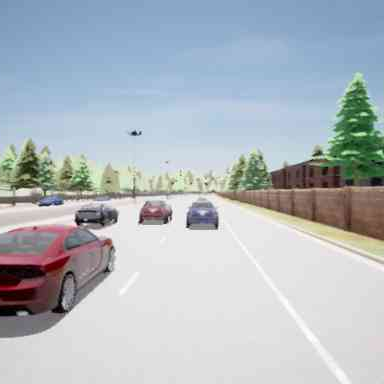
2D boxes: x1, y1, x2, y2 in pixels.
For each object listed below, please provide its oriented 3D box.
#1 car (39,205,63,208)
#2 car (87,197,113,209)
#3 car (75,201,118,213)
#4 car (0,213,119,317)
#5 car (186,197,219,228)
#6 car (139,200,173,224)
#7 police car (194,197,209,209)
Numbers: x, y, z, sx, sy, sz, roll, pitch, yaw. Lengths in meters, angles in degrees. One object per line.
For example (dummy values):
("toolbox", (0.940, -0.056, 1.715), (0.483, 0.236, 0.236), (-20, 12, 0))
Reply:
("car", (-19.718, 1.438, 46.744), (1.882, 1.535, 5.008), (0, 0, 2))
("car", (-12.639, 1.485, 46.197), (2.128, 1.511, 4.902), (0, 0, 2))
("car", (-6.272, 1.488, 22.355), (2.128, 1.511, 4.902), (0, 0, 2))
("car", (-3.185, 1.472, 7.615), (1.882, 1.535, 5.008), (0, 0, 1))
("car", (0.717, 1.380, 22.707), (2.097, 1.767, 4.553), (0, 0, 2))
("car", (-2.679, 1.368, 25.406), (2.097, 1.767, 4.553), (0, 0, 2))
("police car", (1.419, 1.563, 47.595), (2.038, 1.542, 4.974), (0, 0, 2))
